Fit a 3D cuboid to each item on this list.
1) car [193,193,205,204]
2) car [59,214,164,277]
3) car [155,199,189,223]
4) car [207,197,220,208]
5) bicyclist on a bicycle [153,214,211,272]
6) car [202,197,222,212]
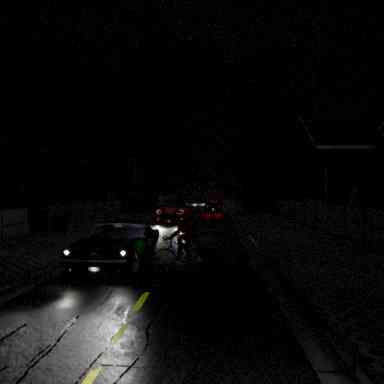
[{"bbox_3d":[1.403,1.301,66.242,2.150,2.045,5.566,0,0,4],"label":"car"},{"bbox_3d":[-2.287,1.598,10.434,1.895,1.301,4.718,0,0,4],"label":"car"},{"bbox_3d":[-1.369,1.348,24.405,2.097,1.767,4.553,0,0,4],"label":"car"},{"bbox_3d":[3.319,1.550,51.399,1.837,1.490,4.892,0,0,4],"label":"car"},{"bbox_3d":[-0.299,1.443,9.286,1.656,1.620,0.582,-2,0,4],"label":"bicyclist on a bicycle"},{"bbox_3d":[2.476,1.613,38.364,1.895,1.301,4.718,0,0,4],"label":"car"}]
